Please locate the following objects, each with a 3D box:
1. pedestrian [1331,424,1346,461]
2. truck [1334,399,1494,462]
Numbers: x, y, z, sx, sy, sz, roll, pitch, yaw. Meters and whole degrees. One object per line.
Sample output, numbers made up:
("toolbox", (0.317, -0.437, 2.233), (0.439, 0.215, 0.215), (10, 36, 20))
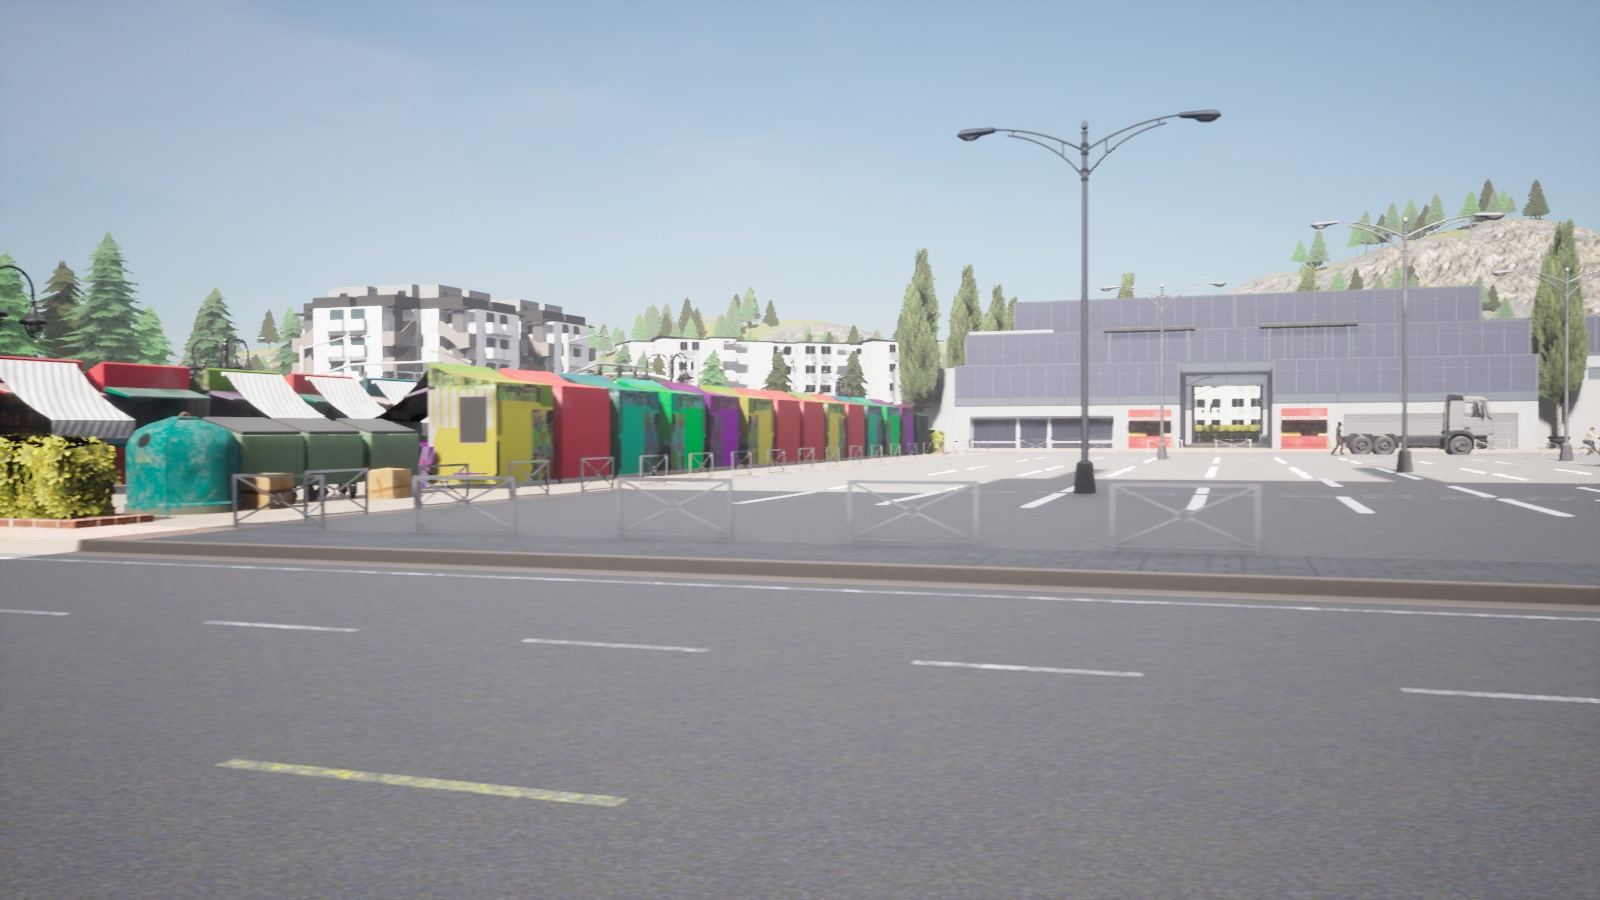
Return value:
("pedestrian", (28.446, -0.417, 66.378), (0.692, 1.930, 0.395), (1, 1, 26))
("truck", (34.746, -1.113, 71.417), (7.936, 3.462, 2.891), (1, 1, 20))
